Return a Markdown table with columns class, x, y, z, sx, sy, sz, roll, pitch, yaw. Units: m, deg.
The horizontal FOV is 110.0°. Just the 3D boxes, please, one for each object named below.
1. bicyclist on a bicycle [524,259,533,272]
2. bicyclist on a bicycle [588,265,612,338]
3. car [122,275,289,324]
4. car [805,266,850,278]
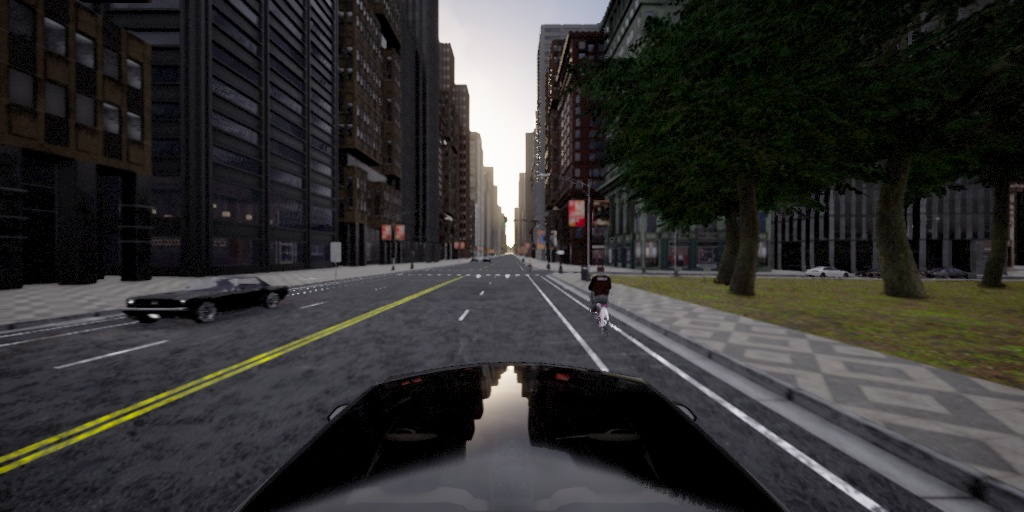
| class | x | y | z | sx | sy | sz | roll | pitch | yaw |
| --- | --- | --- | --- | --- | --- | --- | --- | --- | --- |
| bicyclist on a bicycle | 2.303 | 1.239 | 45.793 | 0.866 | 1.612 | 1.509 | 0 | 1 | 0 |
| bicyclist on a bicycle | 2.254 | 1.120 | 9.331 | 0.659 | 1.776 | 1.843 | 0 | 0 | 0 |
| car | -9.846 | 1.353 | 12.083 | 1.895 | 1.301 | 4.718 | 0 | 0 | 0 |
| car | 38.831 | 2.008 | 44.197 | 4.674 | 1.442 | 1.812 | 1 | 0 | -1 |
